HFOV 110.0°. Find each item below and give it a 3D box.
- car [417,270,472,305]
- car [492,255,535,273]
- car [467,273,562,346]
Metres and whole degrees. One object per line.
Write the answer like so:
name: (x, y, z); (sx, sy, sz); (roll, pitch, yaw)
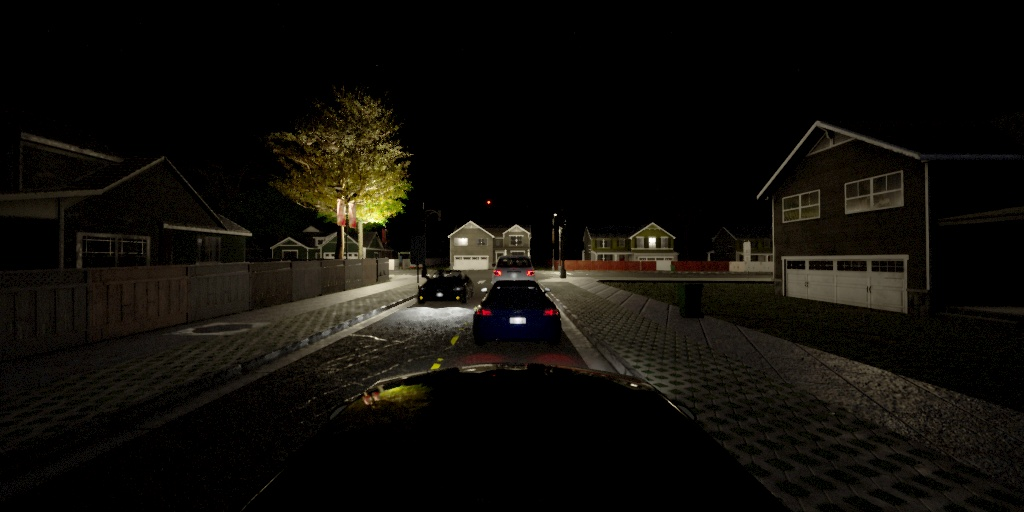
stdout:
car: (-2.817, 1.317, 15.970); (1.994, 1.385, 4.181); (0, 0, 0)
car: (0.099, 0.975, 19.442); (2.150, 2.045, 5.566); (0, 0, 0)
car: (0.105, 1.315, 9.480); (1.994, 1.385, 4.181); (0, 0, 0)
